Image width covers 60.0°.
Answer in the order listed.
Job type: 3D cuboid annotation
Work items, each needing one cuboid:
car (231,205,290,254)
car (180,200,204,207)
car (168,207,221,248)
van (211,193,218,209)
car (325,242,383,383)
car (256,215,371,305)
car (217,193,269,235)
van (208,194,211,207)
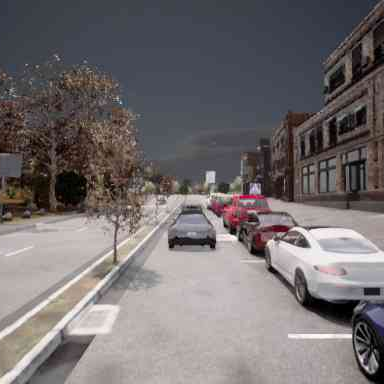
[{"bbox_3d":[3.050,1.506,13.511,2.163,1.488,4.792,0,0,0],"label":"car"},{"bbox_3d":[0.000,1.490,29.672,1.837,1.490,4.892,0,0,0],"label":"car"},{"bbox_3d":[0.000,1.568,14.663,1.994,1.385,4.181,0,0,0],"label":"car"},{"bbox_3d":[3.050,1.226,30.236,1.878,1.987,4.442,0,0,0],"label":"van"},{"bbox_3d":[3.049,1.506,2.416,2.163,1.488,4.792,0,0,0],"label":"car"},{"bbox_3d":[3.051,1.518,7.932,2.002,1.452,4.674,0,0,0],"label":"car"},{"bbox_3d":[3.051,1.219,19.056,2.435,2.045,5.566,0,0,0],"label":"car"},{"bbox_3d":[3.050,1.212,35.783,1.878,1.987,4.442,0,0,0],"label":"van"}]
